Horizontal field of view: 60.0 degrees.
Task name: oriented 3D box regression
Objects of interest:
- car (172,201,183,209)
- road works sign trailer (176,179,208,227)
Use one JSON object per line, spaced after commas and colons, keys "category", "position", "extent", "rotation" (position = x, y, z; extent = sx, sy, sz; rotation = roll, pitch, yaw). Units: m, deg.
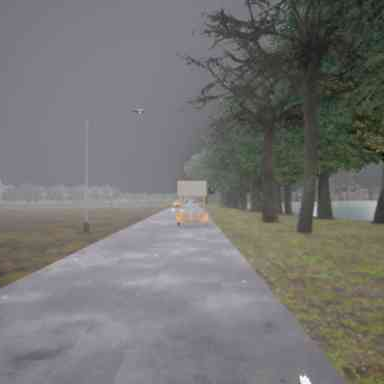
{"category": "car", "position": [-2.776, 2.466, 64.556], "extent": [1.882, 1.535, 5.008], "rotation": [0, -1, 1]}
{"category": "road works sign trailer", "position": [-0.001, 0.784, 25.459], "extent": [2.380, 3.560, 2.880], "rotation": [0, -1, 0]}
